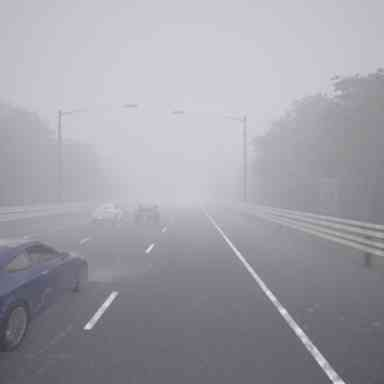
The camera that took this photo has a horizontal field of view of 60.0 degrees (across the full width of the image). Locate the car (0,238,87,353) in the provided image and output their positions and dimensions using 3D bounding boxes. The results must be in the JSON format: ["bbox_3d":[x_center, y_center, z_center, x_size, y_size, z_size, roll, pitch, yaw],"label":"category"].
[{"bbox_3d":[-3.420,1.571,6.096,1.812,1.442,4.674,0,0,0],"label":"car"}]

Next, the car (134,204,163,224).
[{"bbox_3d":[-3.408,1.686,26.448,2.128,1.511,4.902,0,0,0],"label":"car"}]

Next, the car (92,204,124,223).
[{"bbox_3d":[-6.906,1.728,27.515,1.812,1.442,4.674,0,0,0],"label":"car"}]
